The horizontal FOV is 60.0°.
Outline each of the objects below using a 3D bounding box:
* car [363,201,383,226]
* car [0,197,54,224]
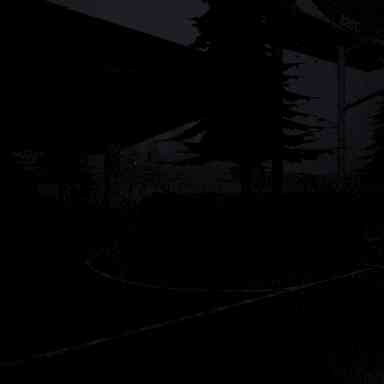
[{"bbox_3d":[11.394,1.317,21.322,2.128,1.511,4.902,0,1,-36],"label":"car"},{"bbox_3d":[-11.953,1.313,23.482,3.866,1.878,1.905,0,0,-36],"label":"car"}]
